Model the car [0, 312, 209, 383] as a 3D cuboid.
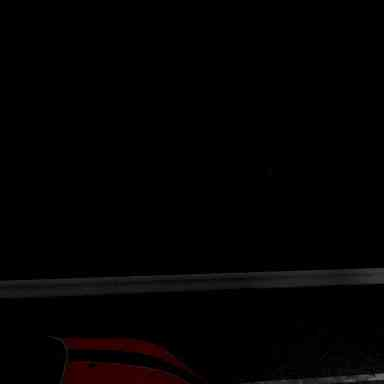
[{"bbox_3d":[-1.880,1.352,1.634,4.553,1.767,2.097,0,0,-6],"label":"car"}]
